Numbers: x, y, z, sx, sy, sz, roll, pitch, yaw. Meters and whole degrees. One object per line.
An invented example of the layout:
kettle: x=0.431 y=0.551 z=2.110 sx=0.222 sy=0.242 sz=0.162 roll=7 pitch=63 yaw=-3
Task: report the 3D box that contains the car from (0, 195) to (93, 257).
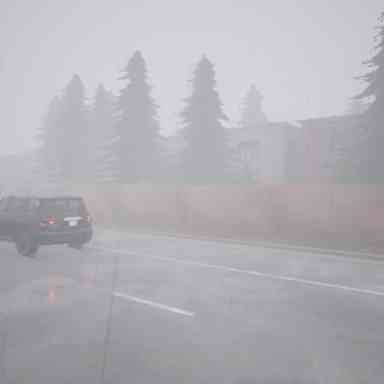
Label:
car: x=-6.168 y=1.117 z=12.704 sx=5.566 sy=2.045 sz=2.150 roll=1 pitch=0 yaw=36
